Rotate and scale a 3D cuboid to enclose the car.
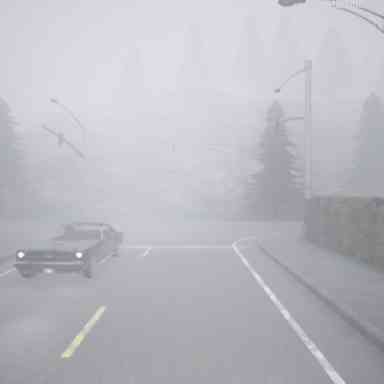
[{"bbox_3d":[-3.501,1.648,10.377,1.895,1.301,4.718,0,0,0],"label":"car"}]
